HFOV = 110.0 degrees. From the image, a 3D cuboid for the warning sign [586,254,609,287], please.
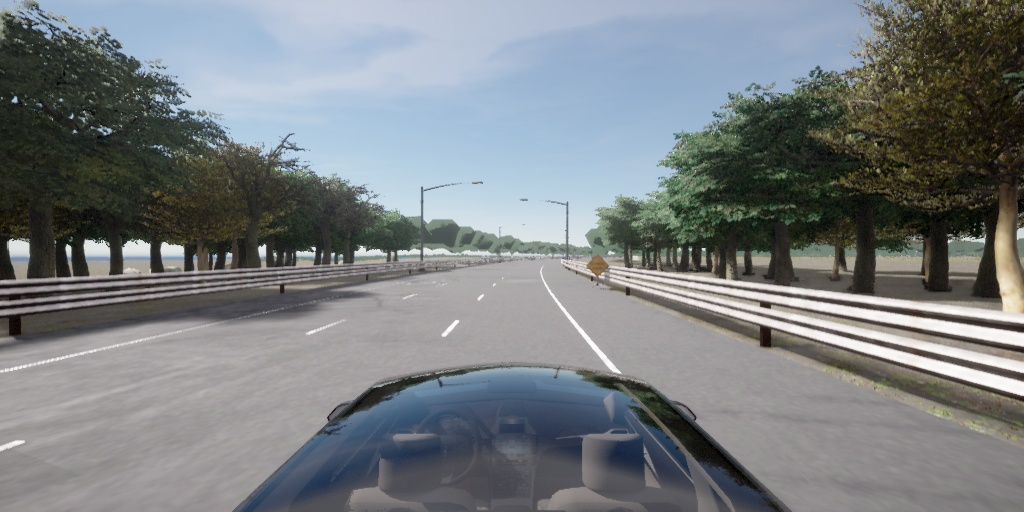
[{"bbox_3d":[4.949,0.840,20.749,1.300,1.860,1.060,0,0,2],"label":"warning sign"}]
